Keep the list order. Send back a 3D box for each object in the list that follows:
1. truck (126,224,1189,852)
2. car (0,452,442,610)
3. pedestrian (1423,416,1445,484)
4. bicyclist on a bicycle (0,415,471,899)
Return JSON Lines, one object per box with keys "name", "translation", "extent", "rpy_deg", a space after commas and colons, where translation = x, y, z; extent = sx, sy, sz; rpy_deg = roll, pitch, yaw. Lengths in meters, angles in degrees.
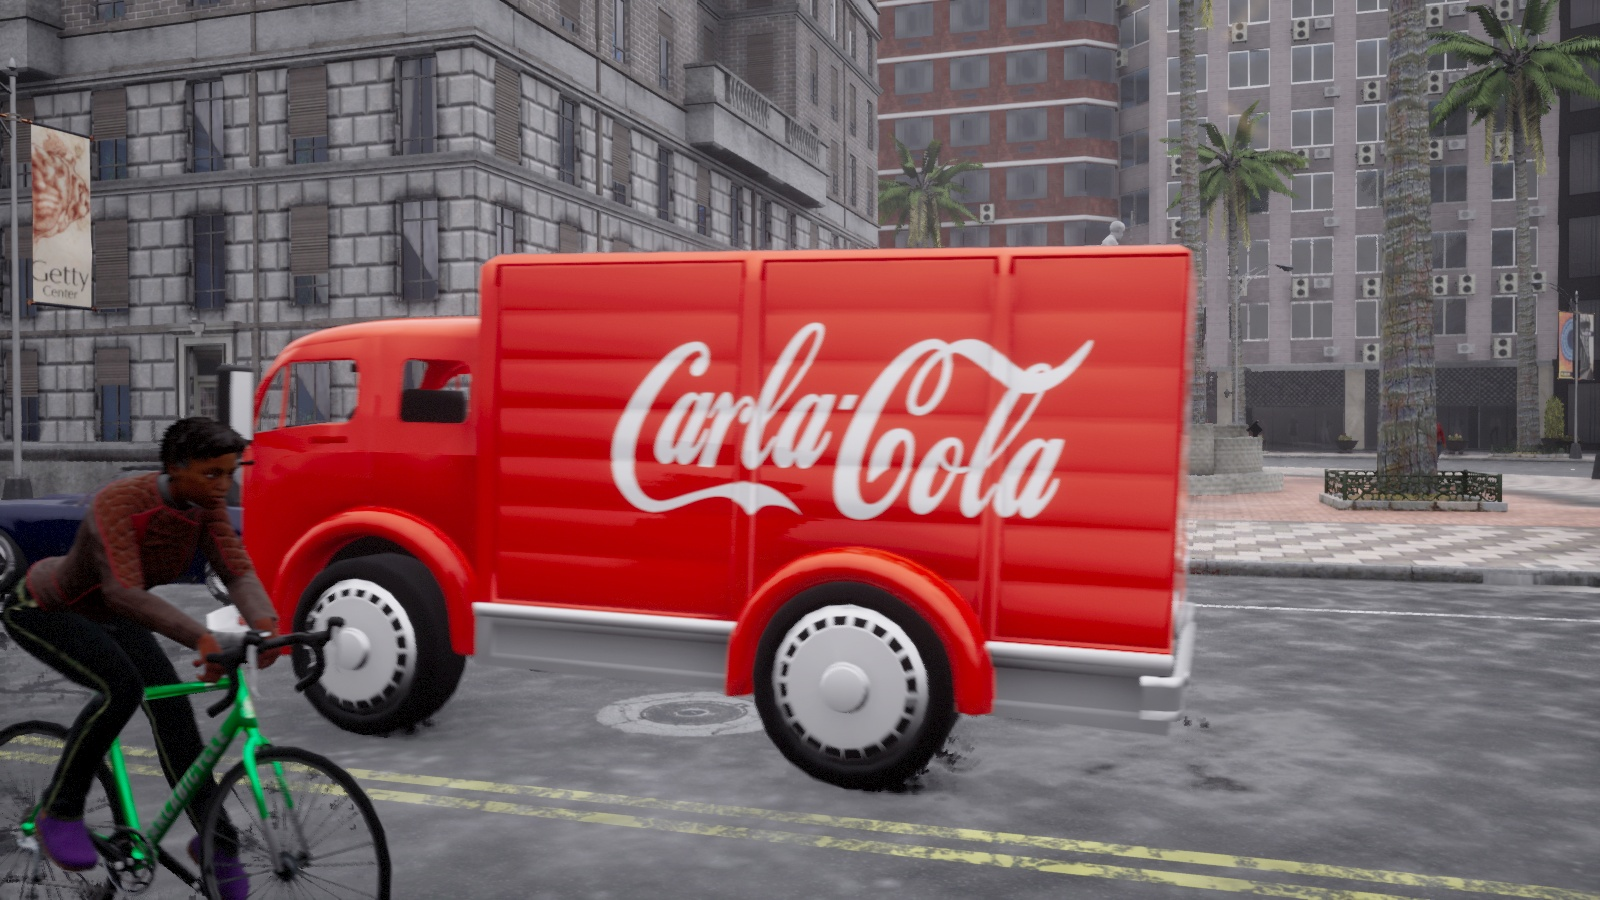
{"name": "truck", "translation": [-0.629, 0.246, 6.994], "extent": [5.204, 2.467, 2.627], "rpy_deg": [2, 1, 18]}
{"name": "car", "translation": [-6.161, 0.703, 12.554], "extent": [4.718, 1.301, 1.895], "rpy_deg": [1, 1, 19]}
{"name": "pedestrian", "translation": [17.389, -0.003, 34.447], "extent": [0.331, 1.846, 0.636], "rpy_deg": [0, 1, 10]}
{"name": "bicyclist on a bicycle", "translation": [-1.867, 0.713, 3.748], "extent": [1.656, 1.620, 0.582], "rpy_deg": [1, 1, 19]}
